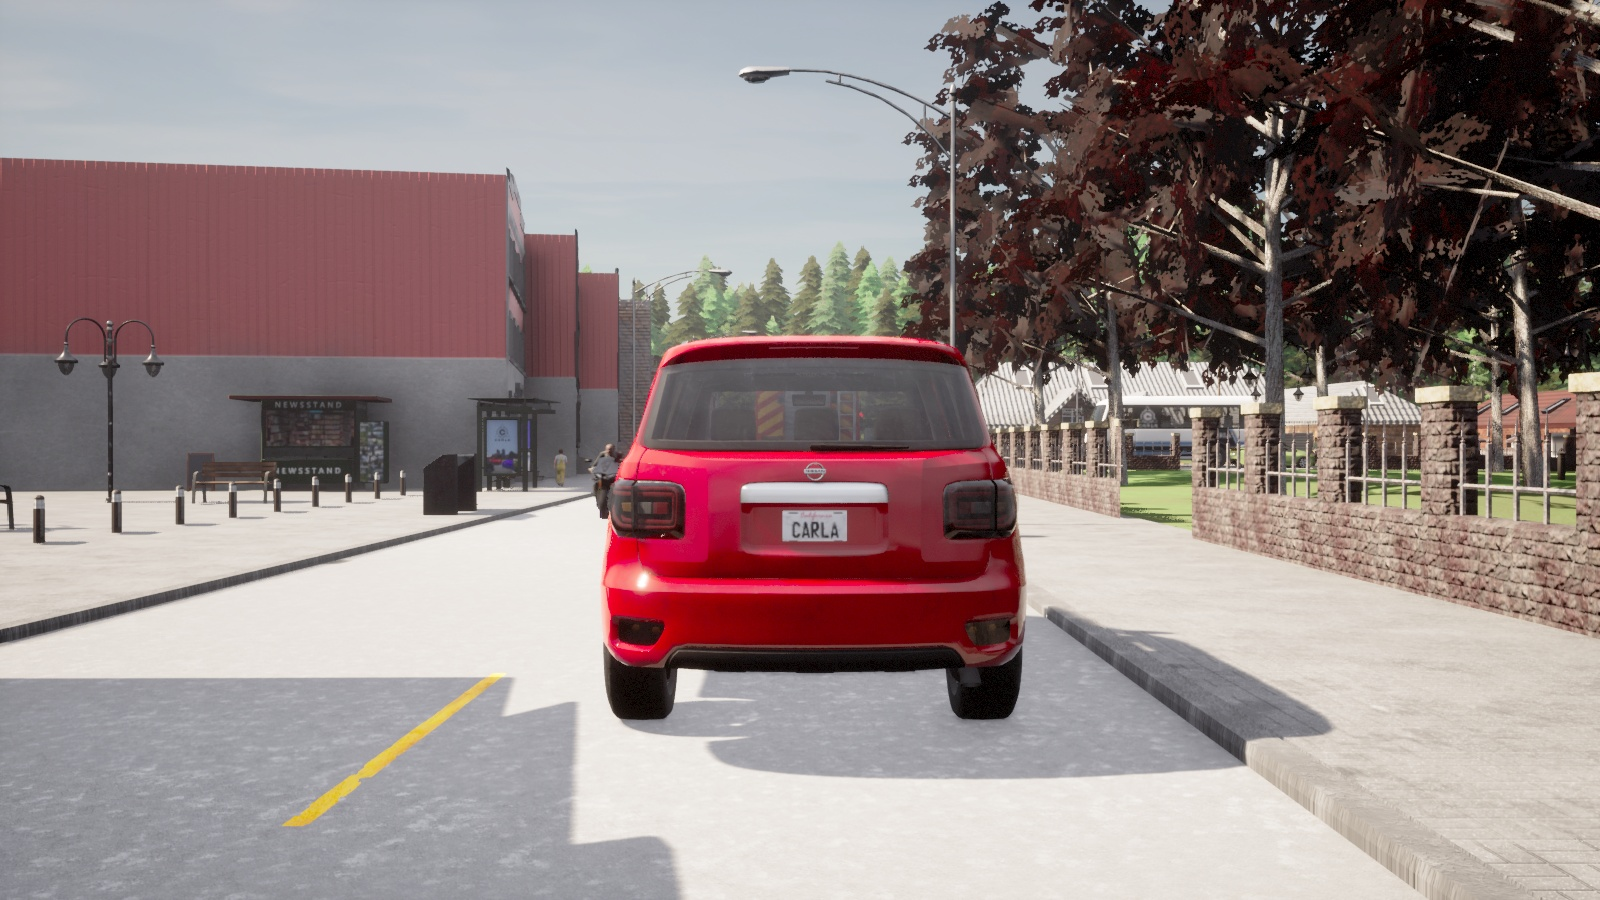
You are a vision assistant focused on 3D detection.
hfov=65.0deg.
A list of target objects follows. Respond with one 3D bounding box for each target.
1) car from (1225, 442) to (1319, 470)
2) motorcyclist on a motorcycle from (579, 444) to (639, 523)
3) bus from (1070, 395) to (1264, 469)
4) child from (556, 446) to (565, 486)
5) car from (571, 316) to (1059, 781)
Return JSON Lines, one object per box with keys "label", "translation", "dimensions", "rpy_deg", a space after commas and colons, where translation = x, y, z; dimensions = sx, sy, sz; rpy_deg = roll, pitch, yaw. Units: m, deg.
{"label": "car", "translation": [26.317, 0.319, 70.087], "dimensions": [4.514, 1.525, 2.007], "rpy_deg": [0, 0, -1]}
{"label": "motorcyclist on a motorcycle", "translation": [-3.826, 0.635, 25.316], "dimensions": [0.866, 1.530, 2.191], "rpy_deg": [0, 0, 0]}
{"label": "bus", "translation": [21.515, -1.031, 74.190], "dimensions": [10.273, 4.253, 3.944], "rpy_deg": [0, 0, 0]}
{"label": "child", "translation": [-7.683, 0.503, 40.272], "dimensions": [0.270, 1.263, 0.437], "rpy_deg": [0, 0, -10]}
{"label": "car", "translation": [0.065, 0.419, 8.312], "dimensions": [2.150, 2.045, 5.566], "rpy_deg": [0, 0, 0]}
